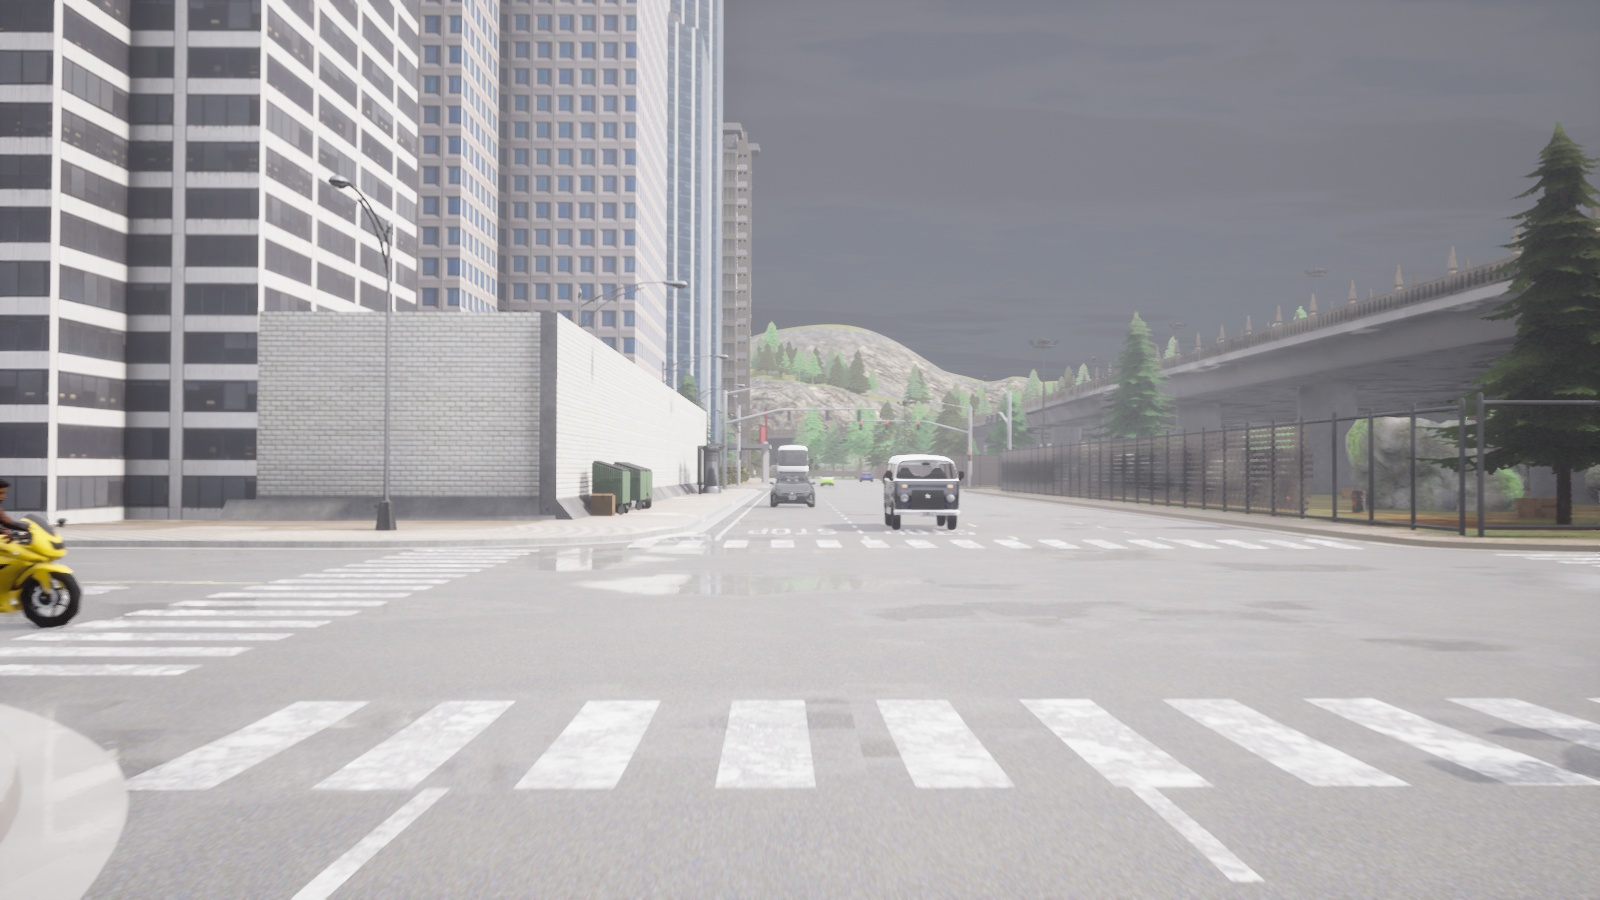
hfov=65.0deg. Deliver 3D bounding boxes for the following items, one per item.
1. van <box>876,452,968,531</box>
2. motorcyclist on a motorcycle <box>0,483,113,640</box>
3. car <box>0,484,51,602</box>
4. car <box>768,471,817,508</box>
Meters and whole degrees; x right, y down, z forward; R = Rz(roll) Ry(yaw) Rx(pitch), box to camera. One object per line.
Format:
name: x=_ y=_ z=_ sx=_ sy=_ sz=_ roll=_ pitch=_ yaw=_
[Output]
van: x=3.296 y=1.106 z=34.741 sx=2.069 sy=2.038 sz=4.480 roll=0 pitch=-1 yaw=0
motorcyclist on a motorcycle: x=-8.157 y=1.098 z=12.641 sx=2.044 sy=1.523 sz=0.797 roll=0 pitch=-1 yaw=0
car: x=-12.625 y=1.199 z=16.125 sx=4.892 sy=1.490 sz=1.837 roll=0 pitch=-1 yaw=0
car: x=-0.319 y=1.675 z=54.514 sx=2.007 sy=1.525 sz=4.514 roll=0 pitch=-1 yaw=0
